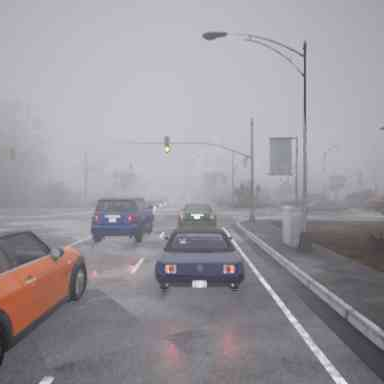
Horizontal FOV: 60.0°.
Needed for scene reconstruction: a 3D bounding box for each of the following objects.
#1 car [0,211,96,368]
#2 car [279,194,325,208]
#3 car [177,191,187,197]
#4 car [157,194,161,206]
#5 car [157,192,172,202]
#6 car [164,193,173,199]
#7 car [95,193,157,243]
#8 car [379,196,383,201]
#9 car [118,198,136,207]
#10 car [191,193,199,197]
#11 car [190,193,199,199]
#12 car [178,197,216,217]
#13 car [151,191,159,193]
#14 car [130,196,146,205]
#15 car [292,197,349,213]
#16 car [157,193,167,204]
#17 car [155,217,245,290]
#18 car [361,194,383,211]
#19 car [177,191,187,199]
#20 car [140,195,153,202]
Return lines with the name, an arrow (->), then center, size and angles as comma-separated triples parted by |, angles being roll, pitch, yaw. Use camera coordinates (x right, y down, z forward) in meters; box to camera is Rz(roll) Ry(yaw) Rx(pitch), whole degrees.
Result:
car -> -3.344, 1.361, 5.418 | 2.097, 1.767, 4.553 | 0, 0, 0
car -> 13.361, 1.215, 39.942 | 5.566, 2.045, 2.150 | 0, 0, -3
car -> -2.551, 1.271, 82.995 | 2.128, 1.511, 4.902 | 0, 1, 0
car -> -6.492, 1.508, 52.850 | 1.812, 1.442, 4.674 | 0, 0, 1
car -> -6.168, 1.429, 72.156 | 2.128, 1.511, 4.902 | 0, 0, 1
car -> -6.068, 1.069, 85.907 | 1.837, 1.490, 4.892 | 0, 1, 0
car -> -3.243, 1.235, 16.393 | 2.150, 2.045, 5.566 | 0, 0, 1
car -> 24.068, 1.474, 36.913 | 5.008, 1.535, 1.882 | 0, 0, -2
car -> -10.007, 1.584, 51.664 | 1.895, 1.301, 4.718 | 0, 0, 1
car -> 0.950, 1.279, 82.887 | 2.128, 1.511, 4.902 | 0, 1, 0
car -> 0.685, 1.098, 93.312 | 1.994, 1.385, 4.181 | 0, 1, -4
car -> 0.299, 1.360, 19.724 | 2.097, 1.767, 4.553 | 0, 0, 1
car -> -9.571, 0.773, 86.224 | 2.150, 2.045, 5.566 | 0, 1, 0
car -> -9.861, 1.450, 61.026 | 1.882, 1.535, 5.008 | 0, 0, 1
car -> 14.266, 1.543, 36.480 | 5.357, 1.411, 2.033 | 0, 0, -3
car -> -6.341, 1.447, 62.060 | 1.882, 1.535, 5.008 | 0, 0, 1
car -> 0.180, 1.614, 9.087 | 1.895, 1.301, 4.718 | 0, 0, 0
car -> 23.604, 1.209, 40.396 | 5.566, 2.045, 2.150 | -1, 0, -3
car -> -2.813, 0.682, 93.134 | 2.150, 2.045, 5.566 | 0, 1, -8
car -> -9.675, 1.449, 71.617 | 2.033, 1.411, 5.357 | 0, 0, 1
